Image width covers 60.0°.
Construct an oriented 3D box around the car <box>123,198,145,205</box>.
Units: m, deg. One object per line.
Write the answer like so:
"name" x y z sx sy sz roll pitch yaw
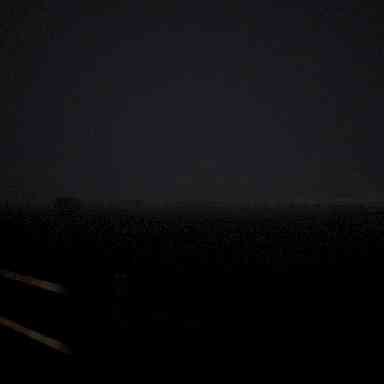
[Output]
"car" -11.943 1.973 68.364 1.895 1.301 4.718 -1 -1 35
